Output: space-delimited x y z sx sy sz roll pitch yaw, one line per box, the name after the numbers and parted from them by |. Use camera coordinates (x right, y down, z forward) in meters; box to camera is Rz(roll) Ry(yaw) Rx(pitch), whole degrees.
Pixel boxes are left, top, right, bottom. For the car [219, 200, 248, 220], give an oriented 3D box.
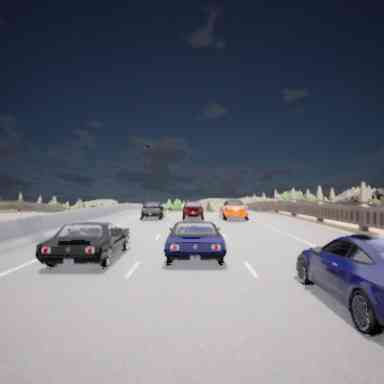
3.595 1.468 29.282 2.097 1.767 4.553 0 0 0 | car

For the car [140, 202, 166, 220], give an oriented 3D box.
-3.405 1.609 29.598 2.128 1.511 4.902 0 0 0 | car

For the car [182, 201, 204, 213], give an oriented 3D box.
0.095 1.599 30.611 1.882 1.535 5.008 0 0 0 | car

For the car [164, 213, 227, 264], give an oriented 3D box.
0.097 1.648 11.929 1.895 1.301 4.718 0 0 0 | car

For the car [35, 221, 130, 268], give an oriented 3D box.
-3.403 1.646 11.419 1.895 1.301 4.718 0 0 0 | car

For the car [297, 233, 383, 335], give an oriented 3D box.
3.598 1.552 6.620 1.812 1.442 4.674 0 0 0 | car
